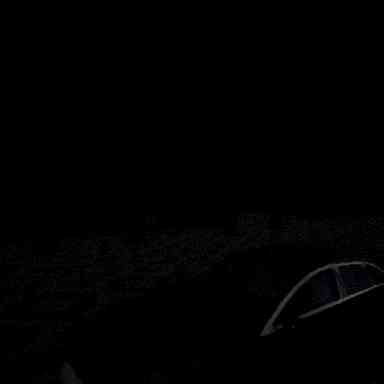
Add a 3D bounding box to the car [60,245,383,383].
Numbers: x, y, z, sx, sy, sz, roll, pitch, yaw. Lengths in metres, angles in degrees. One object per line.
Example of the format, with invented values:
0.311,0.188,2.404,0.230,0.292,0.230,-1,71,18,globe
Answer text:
0.988,1.491,4.083,4.902,1.511,2.128,0,0,-36,car
